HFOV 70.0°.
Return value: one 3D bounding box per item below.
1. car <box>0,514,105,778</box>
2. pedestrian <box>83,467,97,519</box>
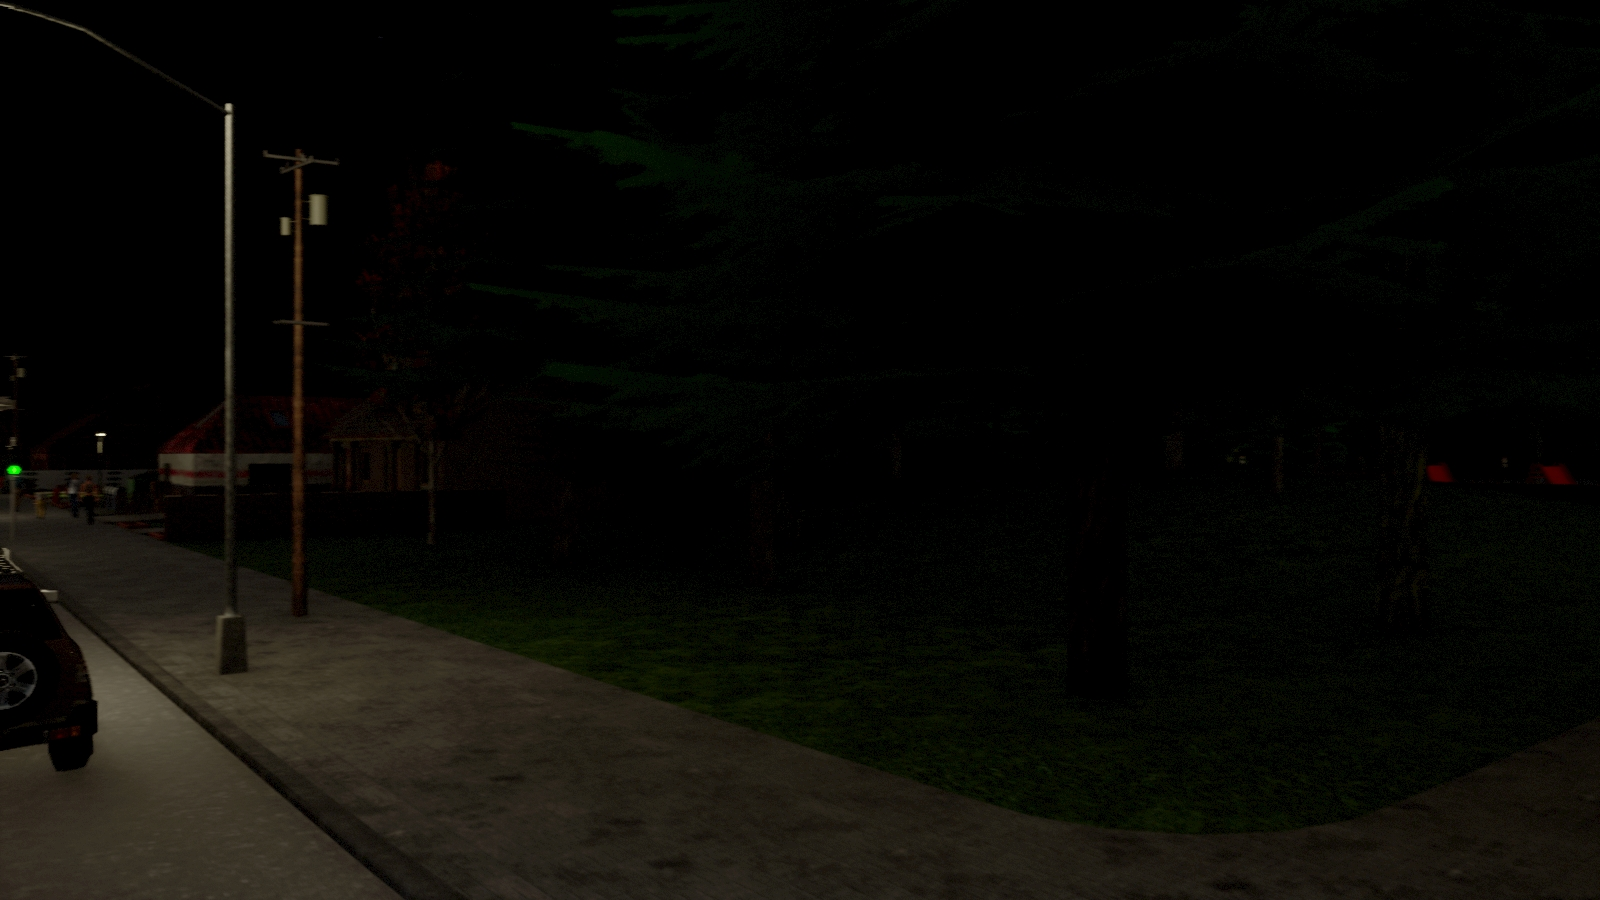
[{"bbox_3d":[-7.911,1.648,10.602,1.932,1.855,4.605,0,0,-39],"label":"car"},{"bbox_3d":[-25.558,1.543,41.129,0.375,1.860,0.375,0,0,-40],"label":"pedestrian"}]
